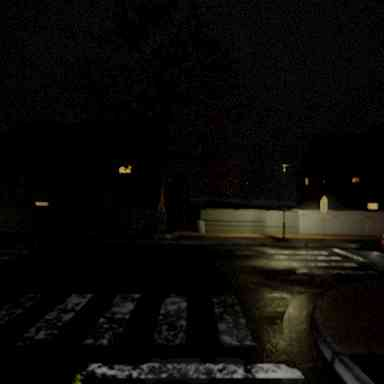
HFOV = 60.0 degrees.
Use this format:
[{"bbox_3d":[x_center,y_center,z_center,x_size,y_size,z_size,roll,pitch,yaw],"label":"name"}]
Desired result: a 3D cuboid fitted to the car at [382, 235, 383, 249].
[{"bbox_3d":[10.313,1.722,13.553,4.553,1.767,2.097,1,-1,-2],"label":"car"}]
